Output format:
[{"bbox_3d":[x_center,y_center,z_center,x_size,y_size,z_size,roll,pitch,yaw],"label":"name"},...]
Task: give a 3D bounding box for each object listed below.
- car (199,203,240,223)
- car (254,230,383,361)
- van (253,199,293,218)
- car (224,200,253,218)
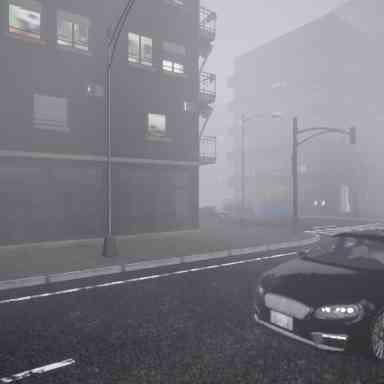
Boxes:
[{"bbox_3d":[1.788,1.874,28.654,1.802,1.307,4.206,-1,0,-36],"label":"car"},{"bbox_3d":[3.220,1.491,5.983,4.902,1.511,2.128,0,0,-35],"label":"car"},{"bbox_3d":[8.528,1.603,33.571,1.690,1.788,3.998,-1,0,-36],"label":"van"},{"bbox_3d":[4.553,1.877,34.598,1.994,1.385,4.181,0,-1,-36],"label":"car"}]
